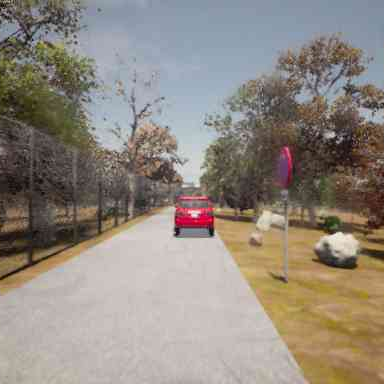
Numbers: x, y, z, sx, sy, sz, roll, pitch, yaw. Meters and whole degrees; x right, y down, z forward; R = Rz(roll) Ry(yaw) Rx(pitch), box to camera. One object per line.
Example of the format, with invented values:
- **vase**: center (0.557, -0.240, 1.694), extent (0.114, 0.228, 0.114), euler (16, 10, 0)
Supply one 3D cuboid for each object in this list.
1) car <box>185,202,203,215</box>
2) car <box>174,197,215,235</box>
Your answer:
- **car**: center (0.215, 1.854, 38.029), extent (1.895, 1.301, 4.718), euler (0, -1, 0)
- **car**: center (0.132, 1.307, 19.635), extent (2.150, 2.045, 5.566), euler (0, 0, 0)
